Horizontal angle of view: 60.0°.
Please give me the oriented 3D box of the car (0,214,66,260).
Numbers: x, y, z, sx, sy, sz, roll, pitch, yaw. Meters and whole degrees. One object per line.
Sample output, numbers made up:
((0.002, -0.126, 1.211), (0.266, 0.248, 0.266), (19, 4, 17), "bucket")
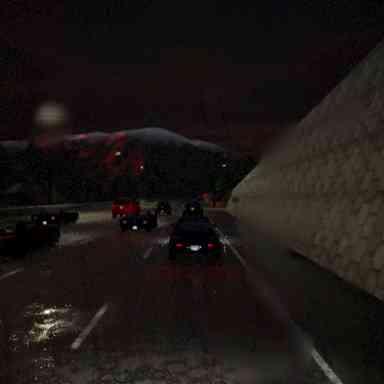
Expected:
((-6.910, 1.764, 13.092), (1.895, 1.301, 4.718), (0, -1, 0), "car")

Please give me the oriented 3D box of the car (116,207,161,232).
((-3.416, 1.876, 22.130), (1.895, 1.301, 4.718), (0, -1, 0), "car")

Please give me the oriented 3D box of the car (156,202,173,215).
((-3.431, 2.007, 40.605), (1.837, 1.490, 4.892), (0, -1, 0), "car")

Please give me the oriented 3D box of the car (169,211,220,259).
((0.091, 1.691, 13.247), (1.812, 1.442, 4.674), (0, -1, 0), "car")

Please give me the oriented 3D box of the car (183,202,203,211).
((0.072, 1.789, 35.349), (2.097, 1.767, 4.553), (0, -1, 0), "car")

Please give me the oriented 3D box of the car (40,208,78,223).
((-10.418, 1.920, 25.744), (1.895, 1.301, 4.718), (0, -1, 0), "car")

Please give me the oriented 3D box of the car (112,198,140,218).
((-6.926, 1.659, 35.287), (2.150, 2.045, 5.566), (0, -1, 0), "car")
